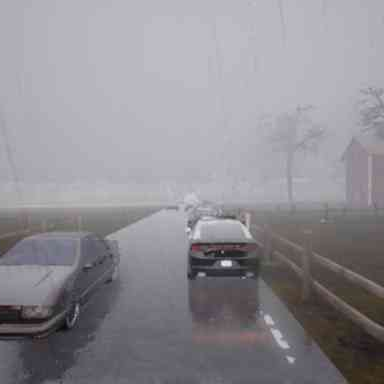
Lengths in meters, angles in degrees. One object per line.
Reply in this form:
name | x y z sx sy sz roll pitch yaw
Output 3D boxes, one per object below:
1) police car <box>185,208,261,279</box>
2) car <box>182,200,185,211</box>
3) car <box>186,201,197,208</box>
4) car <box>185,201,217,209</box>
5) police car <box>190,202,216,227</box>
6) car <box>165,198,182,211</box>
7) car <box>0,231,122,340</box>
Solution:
police car | 0.809 1.504 10.431 1.930 1.638 5.238 0 -1 0
car | -0.062 2.039 47.409 1.812 1.442 4.674 0 -1 0
car | -0.094 2.261 61.357 1.895 1.301 4.718 0 -1 0
car | 0.793 1.534 20.297 2.097 1.767 4.553 0 -1 0
police car | 0.785 1.685 26.438 1.930 1.638 5.238 0 -1 0
car | -2.917 2.013 49.358 1.882 1.535 5.008 0 -1 0
car | -2.861 1.598 7.165 2.033 1.411 5.357 0 0 0
